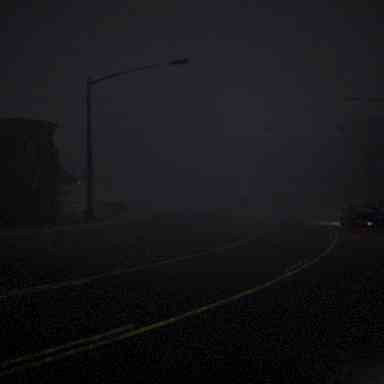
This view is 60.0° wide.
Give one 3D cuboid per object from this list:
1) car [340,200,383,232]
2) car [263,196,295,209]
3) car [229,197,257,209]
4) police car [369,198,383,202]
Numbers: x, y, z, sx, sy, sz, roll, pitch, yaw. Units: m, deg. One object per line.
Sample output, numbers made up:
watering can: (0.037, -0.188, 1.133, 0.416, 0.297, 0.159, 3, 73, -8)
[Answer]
car: (9.953, 1.450, 19.538, 1.812, 1.442, 4.674, 0, 0, 17)
car: (11.305, 1.269, 43.666, 2.097, 1.767, 4.553, 0, 0, -23)
car: (6.866, 1.456, 45.023, 1.837, 1.490, 4.892, 0, 0, -26)
police car: (14.535, 1.313, 26.380, 1.930, 1.638, 5.238, 0, 0, 5)
